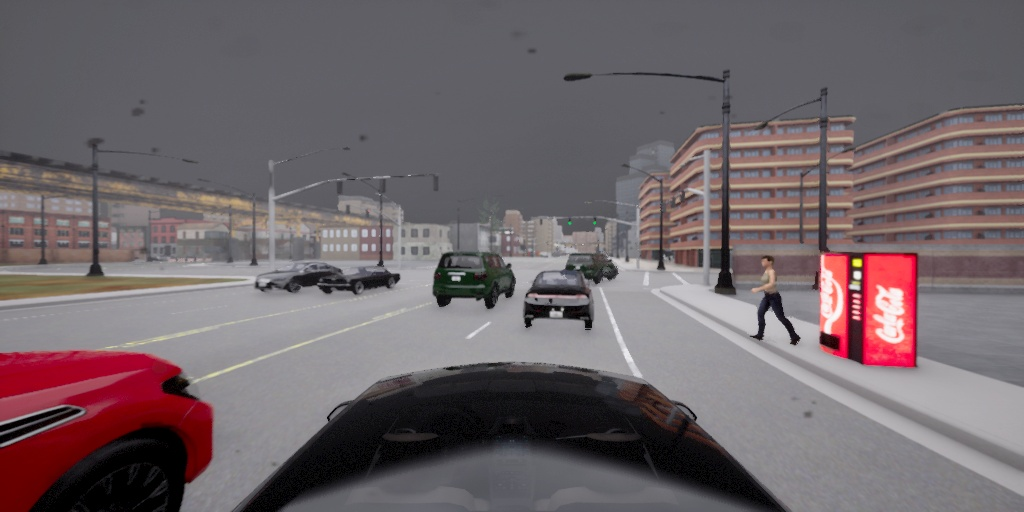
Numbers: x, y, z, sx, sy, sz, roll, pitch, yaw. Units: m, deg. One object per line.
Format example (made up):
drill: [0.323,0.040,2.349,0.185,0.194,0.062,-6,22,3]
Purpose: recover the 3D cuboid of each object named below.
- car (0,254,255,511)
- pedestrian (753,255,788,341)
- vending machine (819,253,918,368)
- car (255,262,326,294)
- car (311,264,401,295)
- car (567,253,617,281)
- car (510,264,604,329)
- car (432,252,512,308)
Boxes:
car: [-3.281,0.966,0.293,2.150,2.045,5.566,0,-1,-1]
pedestrian: [5.351,0.861,7.442,0.375,1.860,0.375,0,0,12]
vending machine: [6.354,0.925,6.487,1.100,2.100,0.880,0,0,11]
car: [-11.281,1.085,19.338,2.128,1.511,4.902,0,0,12]
car: [-7.824,1.205,18.765,1.895,1.301,4.718,0,0,12]
car: [5.660,0.797,25.321,2.150,2.045,5.566,-1,0,32]
car: [1.504,1.176,11.025,2.128,1.511,4.902,0,1,10]
car: [-1.354,0.866,14.789,2.150,2.045,5.566,0,0,12]
